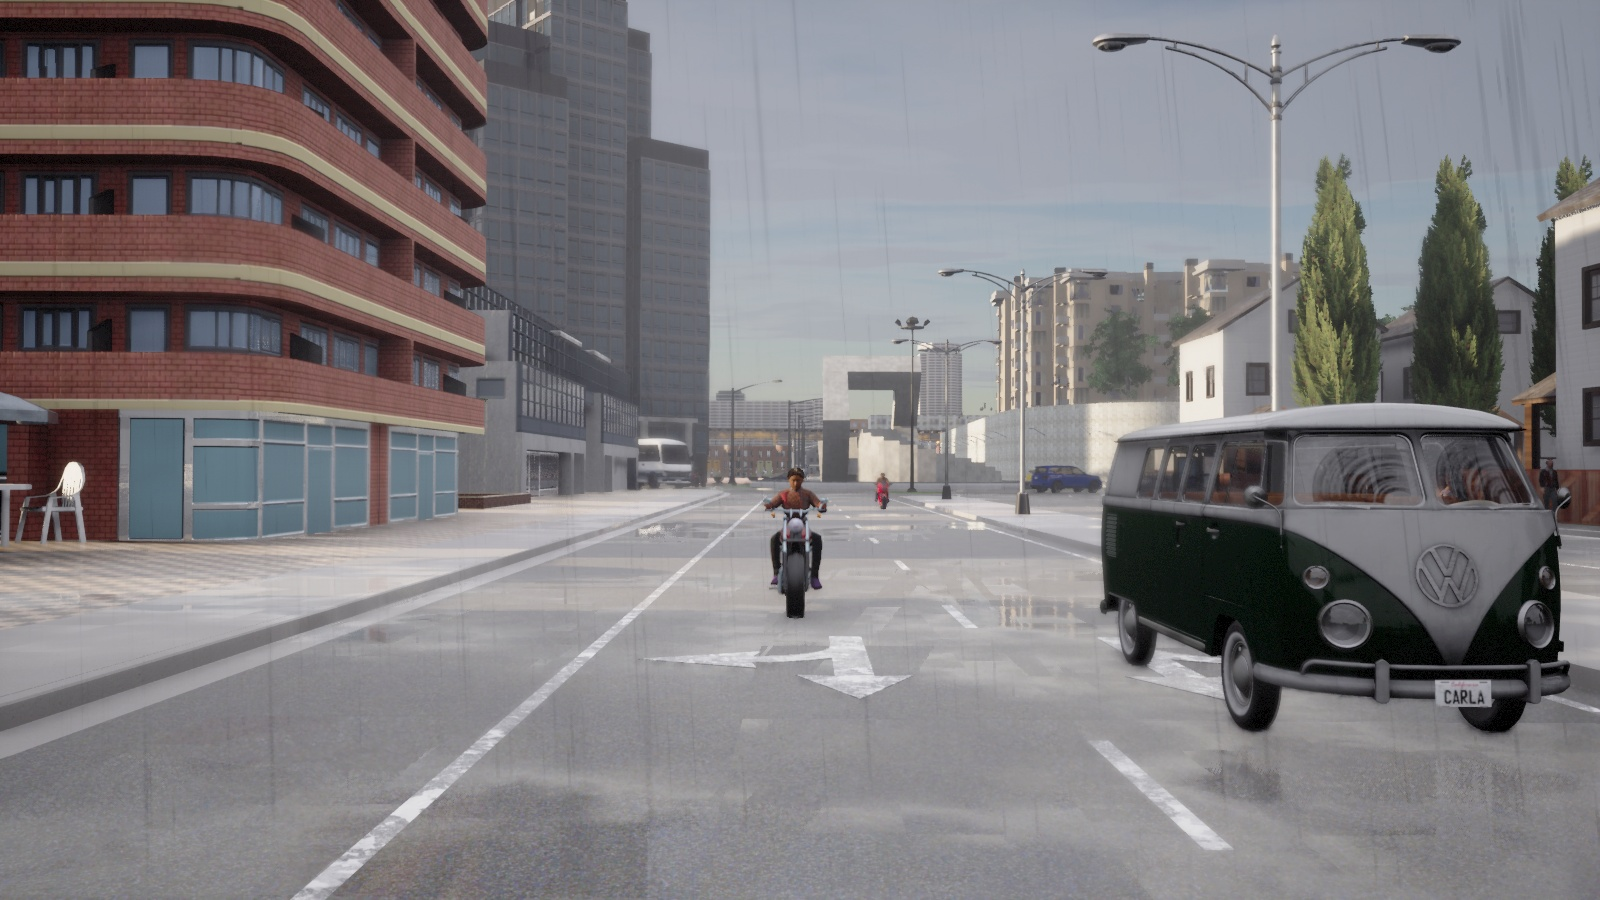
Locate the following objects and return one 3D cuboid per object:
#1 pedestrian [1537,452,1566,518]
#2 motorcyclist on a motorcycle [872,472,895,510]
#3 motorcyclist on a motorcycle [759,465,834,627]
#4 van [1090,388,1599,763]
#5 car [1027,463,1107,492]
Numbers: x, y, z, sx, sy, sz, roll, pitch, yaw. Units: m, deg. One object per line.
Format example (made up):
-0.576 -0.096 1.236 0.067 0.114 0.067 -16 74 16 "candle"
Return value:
21.086 0.976 35.232 0.376 1.854 0.720 0 -1 0 "pedestrian"
3.363 1.632 50.674 0.797 1.523 2.044 0 -1 0 "motorcyclist on a motorcycle"
-0.039 1.001 14.071 0.766 1.649 2.350 0 -1 0 "motorcyclist on a motorcycle"
3.474 0.701 8.916 1.775 1.987 4.442 0 -1 0 "van"
19.840 2.017 93.280 5.566 2.045 2.150 0 -1 -24 "car"
